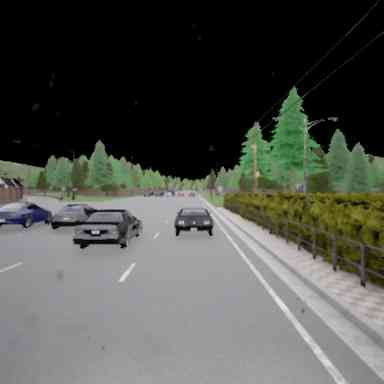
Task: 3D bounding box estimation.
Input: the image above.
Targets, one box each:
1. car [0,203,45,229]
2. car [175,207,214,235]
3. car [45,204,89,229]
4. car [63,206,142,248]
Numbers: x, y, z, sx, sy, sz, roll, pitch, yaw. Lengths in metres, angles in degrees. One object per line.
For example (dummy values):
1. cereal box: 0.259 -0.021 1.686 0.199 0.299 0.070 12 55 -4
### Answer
1. car: -10.401 1.388 20.595 1.812 1.442 4.674 0 0 0
2. car: 0.098 1.481 18.033 1.895 1.301 4.718 0 0 0
3. car: -6.902 1.429 20.267 1.994 1.385 4.181 0 0 0
4. car: -3.401 1.452 14.257 2.033 1.411 5.357 0 0 0
